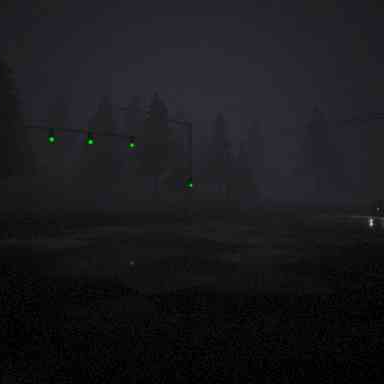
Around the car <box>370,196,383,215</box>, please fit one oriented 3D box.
[{"bbox_3d":[19.901,1.221,32.584,5.566,2.045,2.150,0,0,-29],"label":"car"}]
